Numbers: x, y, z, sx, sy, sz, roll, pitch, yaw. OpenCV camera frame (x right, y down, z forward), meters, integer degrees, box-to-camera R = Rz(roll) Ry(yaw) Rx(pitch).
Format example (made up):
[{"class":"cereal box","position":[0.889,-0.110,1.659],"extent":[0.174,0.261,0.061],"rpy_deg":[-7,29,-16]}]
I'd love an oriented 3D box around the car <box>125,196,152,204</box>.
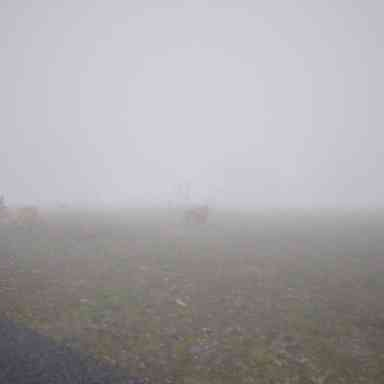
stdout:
[{"class":"car","position":[-11.155,1.702,67.891],"extent":[2.033,1.411,5.357],"rpy_deg":[0,0,34]}]
